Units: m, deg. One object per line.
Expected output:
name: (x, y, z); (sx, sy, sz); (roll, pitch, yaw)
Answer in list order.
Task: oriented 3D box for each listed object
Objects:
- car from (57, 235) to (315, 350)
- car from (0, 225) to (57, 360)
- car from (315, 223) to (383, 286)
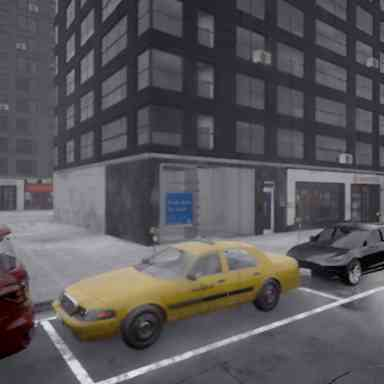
car: (0.037, 1.537, 6.222); (4.829, 1.417, 1.752); (0, 0, -36)
car: (-4.220, 1.309, 3.168); (5.009, 1.841, 2.192); (0, 0, -36)
car: (4.570, 1.595, 9.475); (4.313, 1.339, 1.947); (0, 0, -36)
